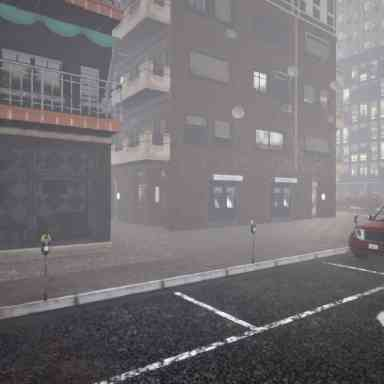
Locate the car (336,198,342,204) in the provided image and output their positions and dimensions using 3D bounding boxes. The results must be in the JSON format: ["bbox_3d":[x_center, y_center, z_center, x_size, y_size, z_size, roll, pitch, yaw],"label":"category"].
[{"bbox_3d":[12.706,1.333,34.186,1.802,1.307,4.206,1,0,-36],"label":"car"}]

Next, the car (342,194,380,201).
[{"bbox_3d":[19.319,1.112,38.940,2.192,1.841,5.009,1,0,-36],"label":"car"}]

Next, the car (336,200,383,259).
[{"bbox_3d":[7.472,1.318,11.407,5.009,1.841,2.192,0,0,-35],"label":"car"}]
